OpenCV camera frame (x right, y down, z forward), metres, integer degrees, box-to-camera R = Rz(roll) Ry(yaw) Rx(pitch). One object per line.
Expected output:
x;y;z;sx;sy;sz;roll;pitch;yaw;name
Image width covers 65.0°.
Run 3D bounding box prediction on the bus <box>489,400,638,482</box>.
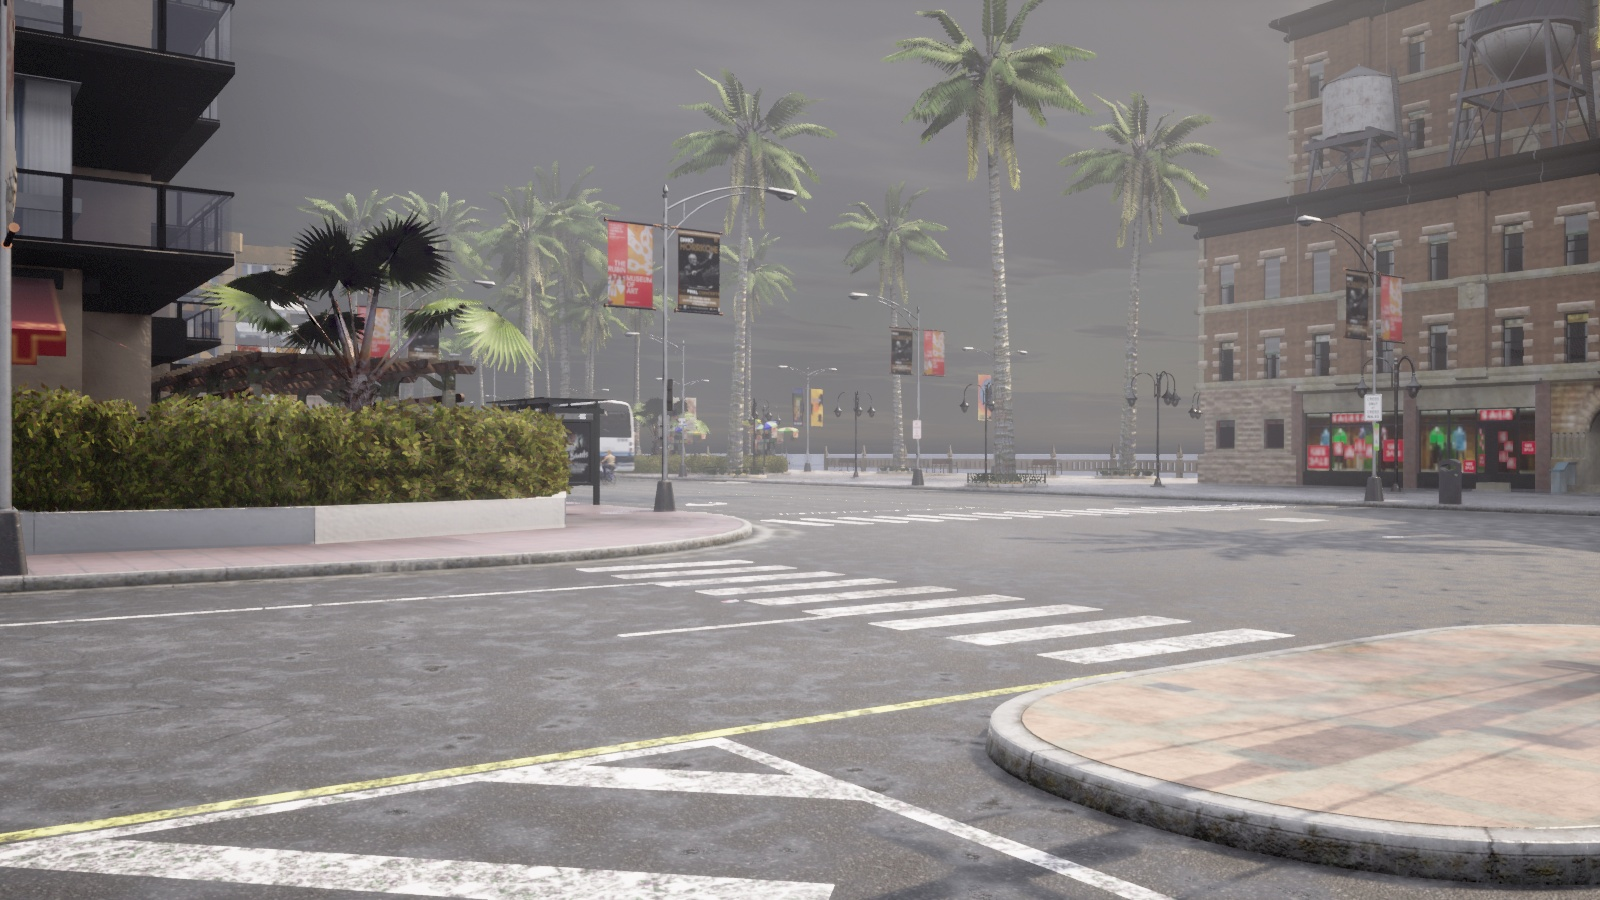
-13.384;-0.432;70.042;3.944;4.253;10.273;0;0;-38;bus
